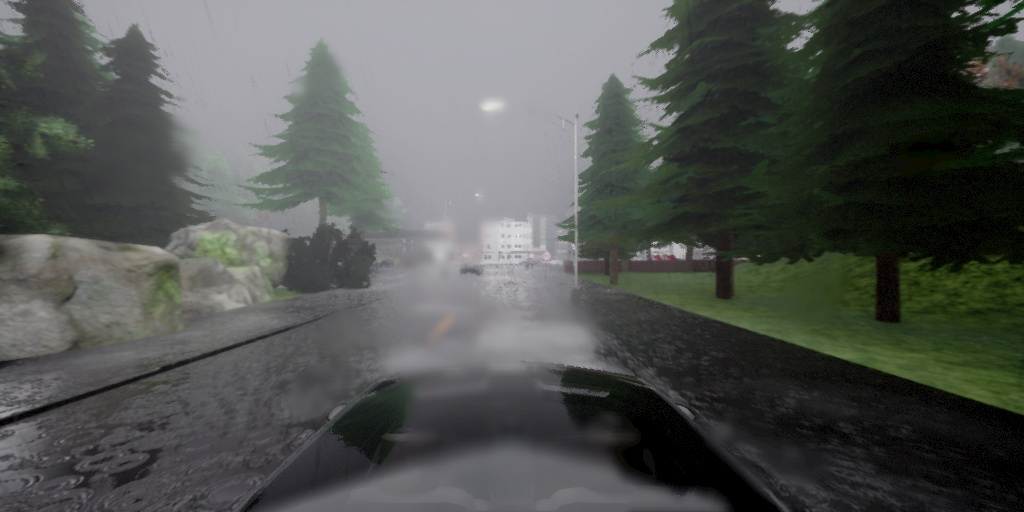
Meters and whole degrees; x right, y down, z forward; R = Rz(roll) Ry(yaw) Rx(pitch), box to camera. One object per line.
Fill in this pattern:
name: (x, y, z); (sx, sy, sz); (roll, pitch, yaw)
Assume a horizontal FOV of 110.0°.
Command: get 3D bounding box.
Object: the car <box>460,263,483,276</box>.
car: (-4.076, 1.359, 36.640); (1.895, 1.301, 4.718); (0, 0, 0)
